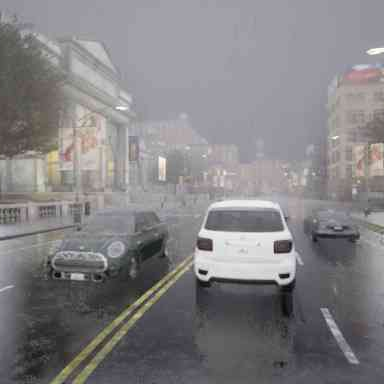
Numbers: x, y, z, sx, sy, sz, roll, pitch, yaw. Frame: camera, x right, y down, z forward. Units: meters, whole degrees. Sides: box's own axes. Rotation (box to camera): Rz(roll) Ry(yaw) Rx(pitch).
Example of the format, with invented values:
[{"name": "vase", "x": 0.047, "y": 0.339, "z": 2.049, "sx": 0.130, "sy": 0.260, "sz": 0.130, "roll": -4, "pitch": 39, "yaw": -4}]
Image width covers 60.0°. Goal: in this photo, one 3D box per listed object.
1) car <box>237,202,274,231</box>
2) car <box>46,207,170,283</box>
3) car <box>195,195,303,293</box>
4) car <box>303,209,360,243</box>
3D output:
[{"name": "car", "x": 4.205, "y": 1.492, "z": 21.842, "sx": 2.128, "sy": 1.511, "sz": 4.902, "roll": 0, "pitch": 0, "yaw": 12}, {"name": "car", "x": -2.165, "y": 1.352, "z": 9.821, "sx": 2.097, "sy": 1.767, "sz": 4.553, "roll": 0, "pitch": 0, "yaw": 12}, {"name": "car", "x": 1.505, "y": 1.223, "z": 9.145, "sx": 2.150, "sy": 2.045, "sz": 5.566, "roll": 0, "pitch": 0, "yaw": 11}, {"name": "car", "x": 6.569, "y": 1.547, "z": 16.198, "sx": 2.033, "sy": 1.411, "sz": 5.357, "roll": 0, "pitch": 0, "yaw": 12}]
